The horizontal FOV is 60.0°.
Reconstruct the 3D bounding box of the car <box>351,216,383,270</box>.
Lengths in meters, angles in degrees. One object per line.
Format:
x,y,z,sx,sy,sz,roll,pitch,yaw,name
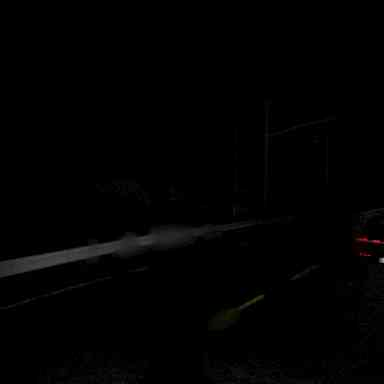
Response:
6.216,1.468,10.071,2.128,1.511,4.902,2,1,37,car
